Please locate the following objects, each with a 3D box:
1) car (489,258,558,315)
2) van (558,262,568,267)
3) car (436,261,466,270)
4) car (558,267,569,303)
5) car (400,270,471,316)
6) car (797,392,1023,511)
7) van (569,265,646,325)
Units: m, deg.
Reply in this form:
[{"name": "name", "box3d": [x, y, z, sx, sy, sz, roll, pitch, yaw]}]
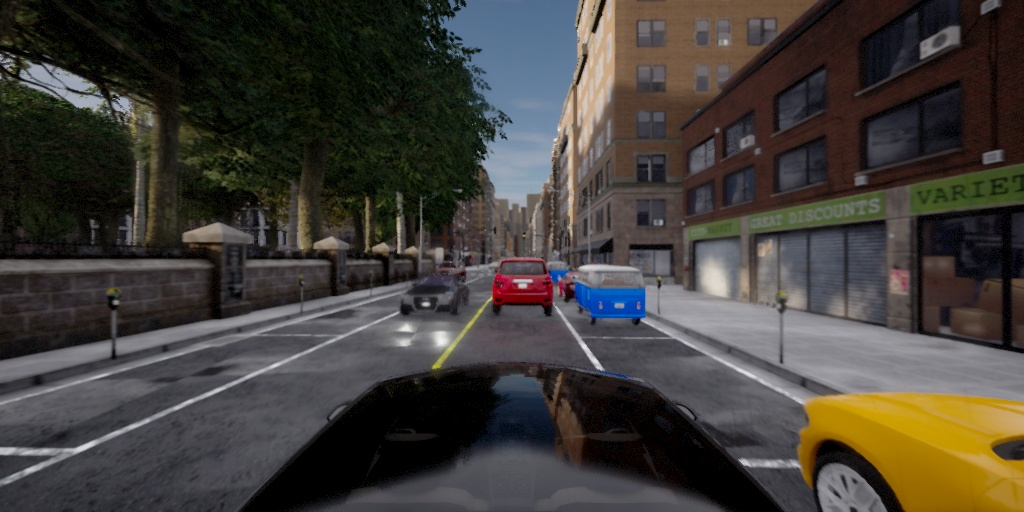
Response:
[{"name": "car", "box3d": [0.423, 1.096, 14.492, 2.150, 2.045, 5.566, 0, 0, 1]}, {"name": "van", "box3d": [3.582, 1.357, 29.011, 1.690, 1.789, 3.998, 0, 0, 2]}, {"name": "car", "box3d": [-4.941, 1.311, 29.208, 2.192, 1.841, 5.009, 0, 0, 2]}, {"name": "car", "box3d": [3.266, 1.457, 17.694, 1.888, 1.381, 4.507, 0, 0, 2]}, {"name": "car", "box3d": [-2.798, 1.424, 13.831, 1.994, 1.385, 4.181, 0, -1, 2]}, {"name": "car", "box3d": [3.078, 1.225, 0.692, 1.882, 1.535, 5.008, 0, -1, 2]}, {"name": "van", "box3d": [3.109, 1.198, 12.036, 1.690, 1.789, 3.998, 0, 0, 2]}]
